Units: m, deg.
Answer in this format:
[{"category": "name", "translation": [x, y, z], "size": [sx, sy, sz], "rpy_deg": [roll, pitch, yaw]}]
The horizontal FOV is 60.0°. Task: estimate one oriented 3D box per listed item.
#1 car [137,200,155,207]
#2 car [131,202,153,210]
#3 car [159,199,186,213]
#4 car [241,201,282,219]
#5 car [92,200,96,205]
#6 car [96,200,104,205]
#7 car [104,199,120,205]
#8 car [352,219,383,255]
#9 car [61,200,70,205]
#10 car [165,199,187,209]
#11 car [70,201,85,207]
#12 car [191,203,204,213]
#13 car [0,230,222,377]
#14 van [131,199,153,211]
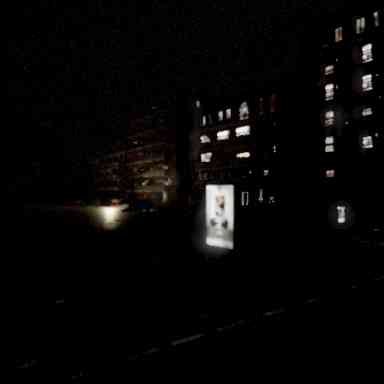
[{"category": "car", "translation": [-9.469, 2.362, 68.298], "size": [1.802, 1.307, 4.206], "rpy_deg": [-2, 0, -36]}, {"category": "car", "translation": [-8.692, 2.368, 57.545], "size": [1.895, 1.301, 4.718], "rpy_deg": [-1, 0, -36]}, {"category": "car", "translation": [-2.841, 2.069, 44.717], "size": [1.887, 1.381, 4.507], "rpy_deg": [-2, 0, -36]}, {"category": "car", "translation": [6.507, 1.841, 31.733], "size": [2.008, 1.369, 4.403], "rpy_deg": [-2, 0, -36]}, {"category": "car", "translation": [-25.804, 2.737, 90.850], "size": [1.887, 1.381, 4.507], "rpy_deg": [-2, 0, -36]}, {"category": "car", "translation": [-22.537, 2.675, 86.339], "size": [1.947, 1.339, 4.313], "rpy_deg": [-2, 0, -36]}, {"category": "car", "translation": [-19.274, 2.467, 81.829], "size": [1.967, 1.590, 4.097], "rpy_deg": [-2, 0, -36]}, {"category": "car", "translation": [7.455, 1.555, 11.887], "size": [4.206, 1.307, 1.802], "rpy_deg": [0, 0, -35]}, {"category": "car", "translation": [-32.591, 2.817, 85.934], "size": [1.887, 1.381, 4.507], "rpy_deg": [-2, 0, -36]}, {"category": "car", "translation": [-2.936, 2.057, 59.280], "size": [1.967, 1.590, 4.097], "rpy_deg": [-2, 0, -36]}, {"category": "car", "translation": [-26.057, 2.658, 76.914], "size": [2.008, 1.369, 4.403], "rpy_deg": [-2, 0, -36]}, {"category": "car", "translation": [1.879, 2.035, 42.783], "size": [1.895, 1.301, 4.718], "rpy_deg": [-1, 0, -36]}, {"category": "car", "translation": [-1.546, 1.436, 5.467], "size": [4.097, 1.590, 1.967], "rpy_deg": [0, 0, -36]}, {"category": "van", "translation": [-7.764, 1.989, 51.601], "size": [1.690, 1.788, 3.998], "rpy_deg": [-2, 0, -36]}]
